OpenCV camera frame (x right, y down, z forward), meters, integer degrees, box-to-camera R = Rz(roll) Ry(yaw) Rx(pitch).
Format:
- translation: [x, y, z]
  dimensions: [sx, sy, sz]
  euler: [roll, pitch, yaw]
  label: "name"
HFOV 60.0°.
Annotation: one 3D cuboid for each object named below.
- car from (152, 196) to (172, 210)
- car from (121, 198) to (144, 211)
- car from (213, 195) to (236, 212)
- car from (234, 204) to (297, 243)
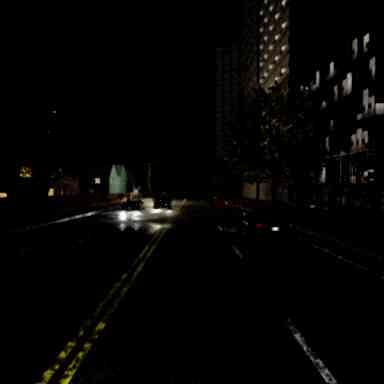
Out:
- translation: [-3.318, 1.235, 37.875]
  dimensions: [1.837, 1.490, 4.892]
  euler: [0, 0, 0]
  label: "car"
- translation: [-6.571, 1.336, 37.025]
  dimensions: [1.895, 1.301, 4.718]
  euler: [0, 0, 0]
  label: "car"
- translation: [3.373, 1.102, 34.714]
  dimensions: [2.097, 1.767, 4.553]
  euler: [0, 0, 0]
  label: "car"
- translation: [3.361, 1.445, 15.397]
  dimensions: [1.994, 1.385, 4.181]
  euler: [0, 0, 0]
  label: "car"
